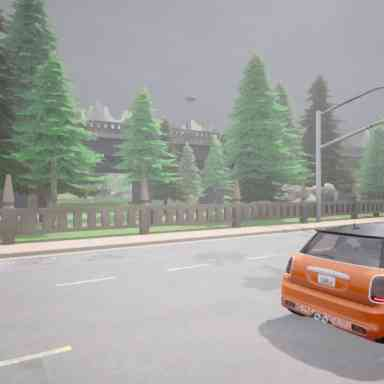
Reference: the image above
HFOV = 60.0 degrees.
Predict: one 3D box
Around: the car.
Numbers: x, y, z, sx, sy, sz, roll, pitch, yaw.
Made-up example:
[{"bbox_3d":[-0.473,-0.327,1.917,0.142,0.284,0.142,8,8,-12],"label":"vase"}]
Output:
[{"bbox_3d":[3.850,1.352,6.131,4.553,1.767,2.097,0,0,-31],"label":"car"}]
